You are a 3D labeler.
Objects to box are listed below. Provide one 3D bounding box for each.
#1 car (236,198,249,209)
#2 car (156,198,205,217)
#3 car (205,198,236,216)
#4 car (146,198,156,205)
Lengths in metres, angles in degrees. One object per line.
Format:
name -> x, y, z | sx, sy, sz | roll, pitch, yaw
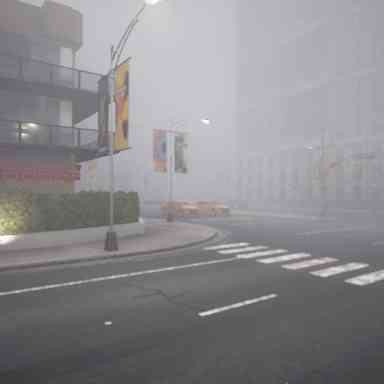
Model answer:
car -> 6.163, 1.675, 48.356 | 1.837, 1.490, 4.892 | 0, 0, -35
car -> -1.235, 1.569, 32.499 | 1.882, 1.535, 5.008 | 0, 0, -35
car -> 1.895, 1.587, 34.133 | 1.882, 1.535, 5.008 | 0, 0, -35
car -> -6.305, 1.752, 59.124 | 4.718, 1.301, 1.895 | 0, 0, 42
